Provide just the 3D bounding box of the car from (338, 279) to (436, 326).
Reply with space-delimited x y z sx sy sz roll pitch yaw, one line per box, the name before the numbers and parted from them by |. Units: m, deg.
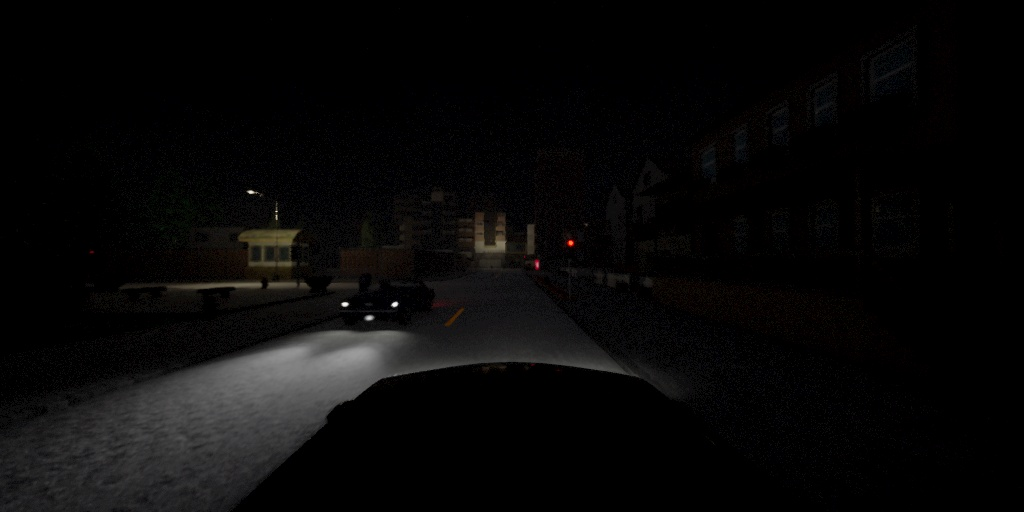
car | -4.055 1.491 12.420 1.895 1.301 4.718 0 -1 0
